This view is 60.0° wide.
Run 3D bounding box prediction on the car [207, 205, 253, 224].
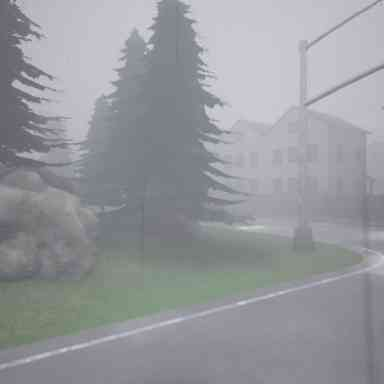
[{"bbox_3d":[2.234,1.559,24.386,2.033,1.411,5.357,0,0,-35],"label":"car"}]
